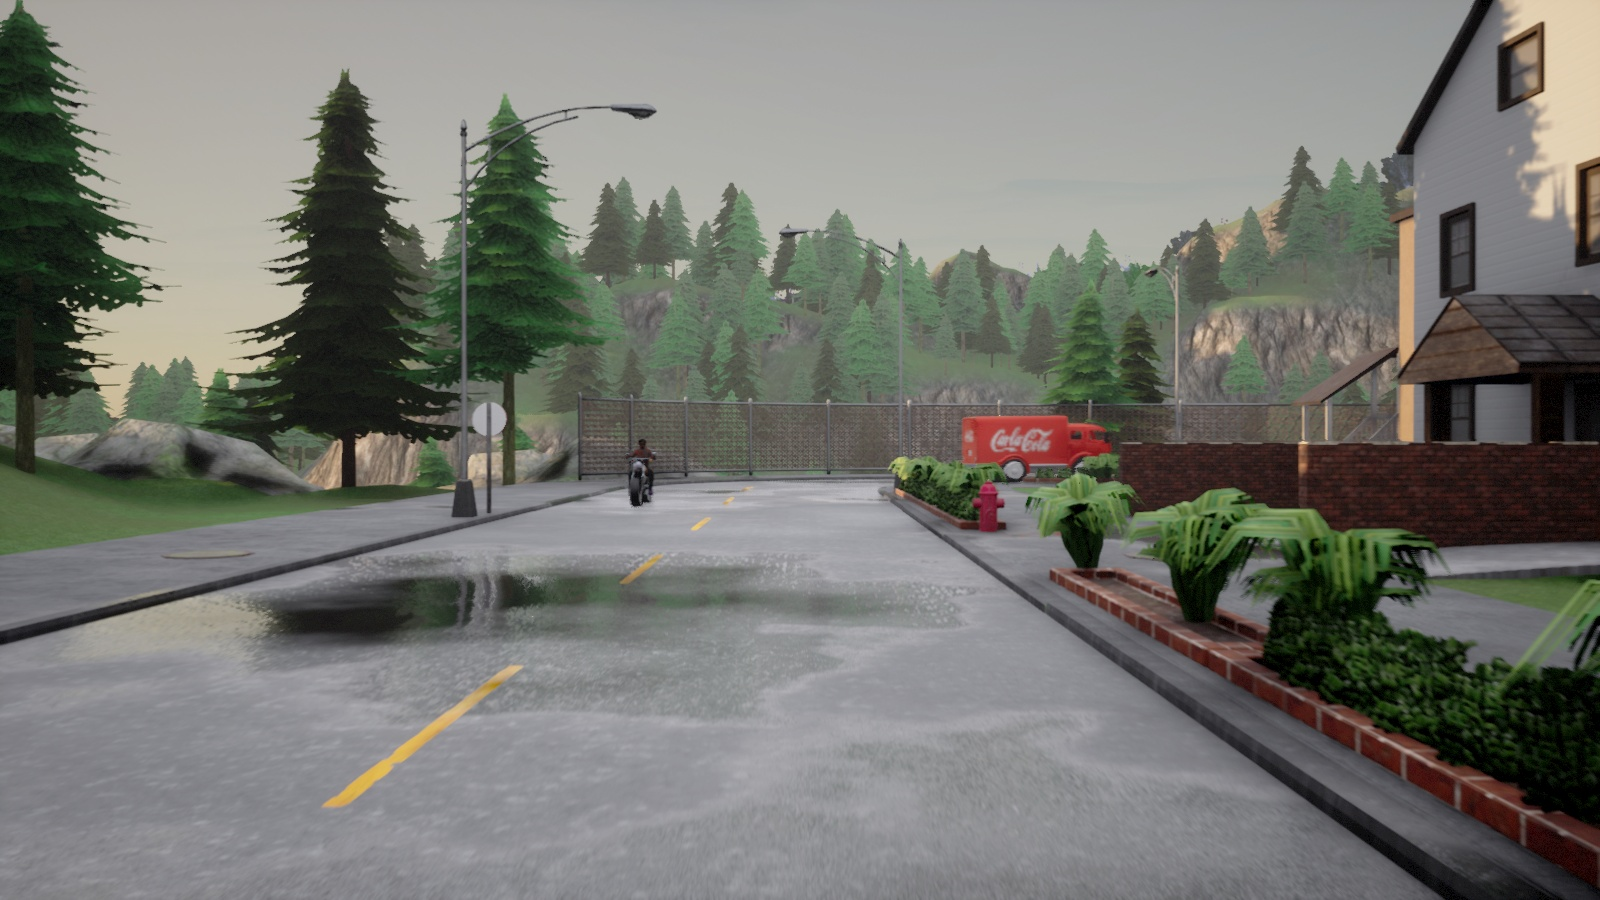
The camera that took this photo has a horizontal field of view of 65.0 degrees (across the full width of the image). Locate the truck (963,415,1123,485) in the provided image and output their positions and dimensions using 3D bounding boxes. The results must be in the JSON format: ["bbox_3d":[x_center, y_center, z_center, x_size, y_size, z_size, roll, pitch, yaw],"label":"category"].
[{"bbox_3d":[8.774,0.009,45.776,5.204,2.467,2.627,0,0,-5],"label":"truck"}]

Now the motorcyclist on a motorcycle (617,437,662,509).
[{"bbox_3d":[-3.819,0.524,30.042,0.766,1.649,2.350,0,0,0],"label":"motorcyclist on a motorcycle"}]
